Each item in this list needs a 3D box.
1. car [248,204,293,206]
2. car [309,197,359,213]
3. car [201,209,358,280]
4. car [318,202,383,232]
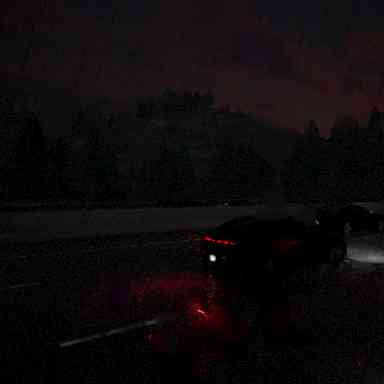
[{"bbox_3d":[8.223,1.189,34.422,5.008,1.535,1.882,0,0,-32],"label":"car"},{"bbox_3d":[14.764,1.304,34.471,5.357,1.411,2.033,0,1,-32],"label":"car"},{"bbox_3d":[2.541,1.421,9.747,4.892,1.490,1.837,0,0,-33],"label":"car"},{"bbox_3d":[8.216,1.356,17.631,5.008,1.535,1.882,0,1,-32],"label":"car"}]
